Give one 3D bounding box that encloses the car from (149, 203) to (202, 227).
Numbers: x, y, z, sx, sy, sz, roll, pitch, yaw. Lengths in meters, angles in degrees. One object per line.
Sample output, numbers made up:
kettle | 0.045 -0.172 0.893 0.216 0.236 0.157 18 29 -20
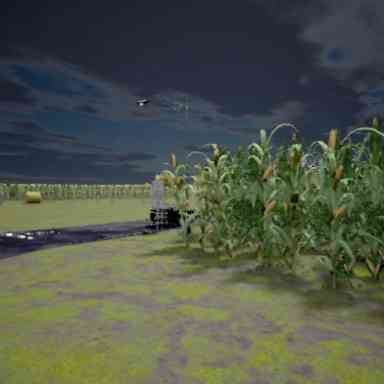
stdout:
car | -0.972 1.561 23.763 2.128 1.511 4.902 1 0 34
